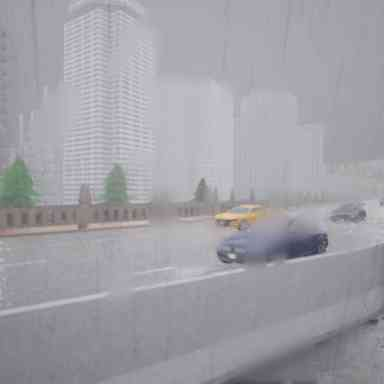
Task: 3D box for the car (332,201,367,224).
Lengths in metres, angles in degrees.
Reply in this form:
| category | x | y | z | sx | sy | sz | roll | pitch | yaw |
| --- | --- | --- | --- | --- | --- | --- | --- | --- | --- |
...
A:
| category | x | y | z | sx | sy | sz | roll | pitch | yaw |
| --- | --- | --- | --- | --- | --- | --- | --- | --- | --- |
| car | 12.647 | 1.681 | 26.596 | 2.033 | 1.411 | 5.357 | 0 | 0 | 37 |

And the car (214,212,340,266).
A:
| category | x | y | z | sx | sy | sz | roll | pitch | yaw |
| --- | --- | --- | --- | --- | --- | --- | --- | --- | --- |
| car | 2.881 | 1.583 | 11.089 | 4.674 | 1.442 | 1.812 | 0 | 0 | -42 |

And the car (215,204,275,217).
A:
| category | x | y | z | sx | sy | sz | roll | pitch | yaw |
| --- | --- | --- | --- | --- | --- | --- | --- | --- | --- |
| car | 3.482 | 1.586 | 21.348 | 1.882 | 1.535 | 5.008 | 0 | 0 | 43 |

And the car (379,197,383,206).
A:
| category | x | y | z | sx | sy | sz | roll | pitch | yaw |
| --- | --- | --- | --- | --- | --- | --- | --- | --- | --- |
| car | 35.377 | 1.632 | 60.402 | 2.097 | 1.767 | 4.553 | 0 | 0 | 33 |

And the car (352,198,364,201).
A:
| category | x | y | z | sx | sy | sz | roll | pitch | yaw |
| --- | --- | --- | --- | --- | --- | --- | --- | --- | --- |
| car | 26.979 | 1.772 | 54.088 | 1.837 | 1.490 | 4.892 | 0 | 0 | 34 |
